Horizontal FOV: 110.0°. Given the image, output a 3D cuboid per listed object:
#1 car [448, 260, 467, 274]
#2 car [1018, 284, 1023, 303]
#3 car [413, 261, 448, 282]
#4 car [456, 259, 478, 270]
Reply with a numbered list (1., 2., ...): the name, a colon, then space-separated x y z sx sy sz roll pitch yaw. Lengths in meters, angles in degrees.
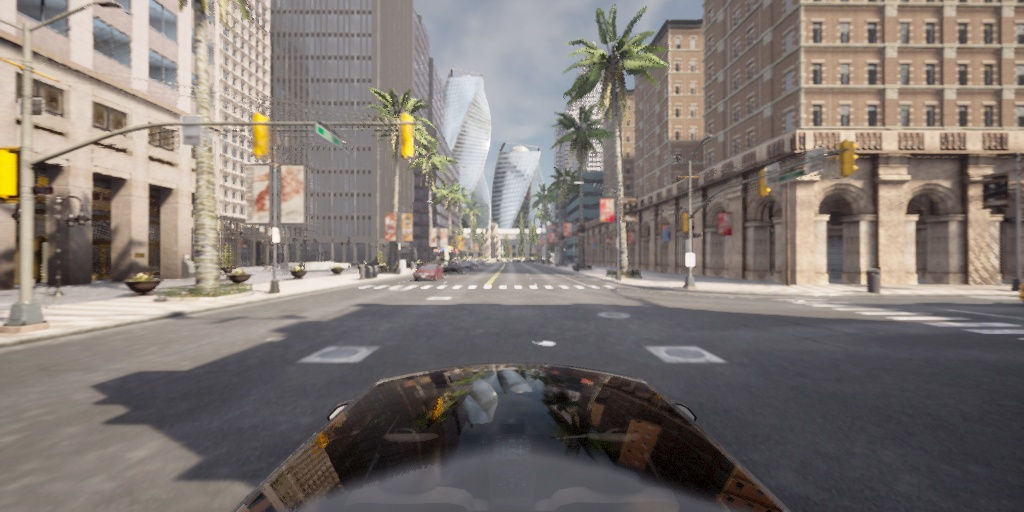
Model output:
1. car: -7.065 1.489 43.272 1.895 1.301 4.718 0 0 0
2. car: 22.935 1.268 13.871 5.008 1.535 1.882 0 0 0
3. car: -6.991 1.372 30.611 1.812 1.442 4.674 0 0 0
4. car: -6.968 1.476 55.436 2.033 1.411 5.357 0 0 0
